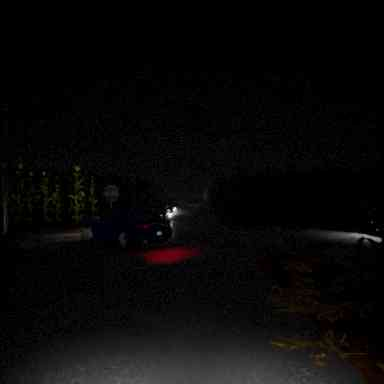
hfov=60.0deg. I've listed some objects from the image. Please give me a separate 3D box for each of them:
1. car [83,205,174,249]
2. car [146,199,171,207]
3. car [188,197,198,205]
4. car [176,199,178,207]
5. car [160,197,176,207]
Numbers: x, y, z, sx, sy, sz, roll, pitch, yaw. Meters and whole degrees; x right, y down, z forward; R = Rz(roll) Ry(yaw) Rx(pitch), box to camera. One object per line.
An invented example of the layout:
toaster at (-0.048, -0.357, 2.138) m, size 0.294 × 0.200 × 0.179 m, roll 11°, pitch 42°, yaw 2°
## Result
car at (-3.019, 1.484, 14.813) m, size 1.882 × 1.535 × 5.008 m, roll 2°, pitch -2°, yaw -44°
car at (-3.148, 1.540, 28.336) m, size 1.994 × 1.385 × 4.181 m, roll 0°, pitch 0°, yaw 0°
car at (0.198, 1.788, 67.146) m, size 2.128 × 1.511 × 4.902 m, roll 0°, pitch -1°, yaw 0°
car at (-3.112, 1.507, 49.813) m, size 2.128 × 1.511 × 4.902 m, roll 0°, pitch -1°, yaw 0°
car at (-3.139, 1.438, 38.536) m, size 1.837 × 1.490 × 4.892 m, roll 0°, pitch 0°, yaw 0°
